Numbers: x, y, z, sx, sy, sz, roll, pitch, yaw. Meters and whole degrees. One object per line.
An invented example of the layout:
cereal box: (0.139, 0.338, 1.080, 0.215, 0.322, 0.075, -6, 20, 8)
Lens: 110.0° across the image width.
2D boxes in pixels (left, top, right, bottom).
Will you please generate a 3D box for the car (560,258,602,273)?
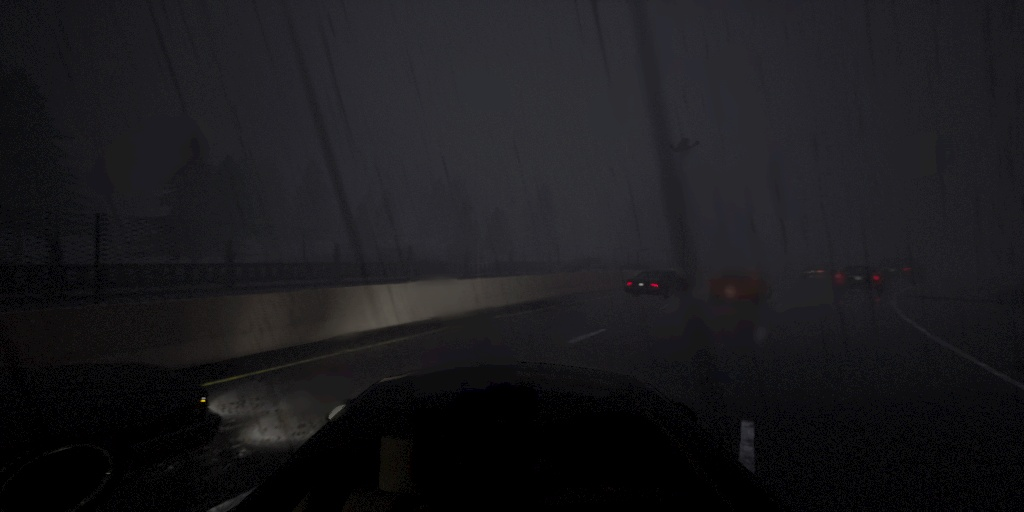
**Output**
car: (7.491, 1.176, 37.947, 5.566, 2.045, 2.150, 0, 0, -40)

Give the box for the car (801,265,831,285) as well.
car: (25.579, 1.522, 29.515, 4.902, 1.511, 2.128, 1, -1, -35)

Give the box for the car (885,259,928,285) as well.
car: (32.430, 1.300, 29.815, 5.566, 2.045, 2.150, 0, 0, -32)

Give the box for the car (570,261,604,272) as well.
car: (7.881, 1.465, 33.654, 4.674, 1.442, 1.812, 1, 0, -41)

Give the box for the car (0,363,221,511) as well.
car: (-4.854, 1.266, 1.608, 2.033, 1.411, 5.357, 0, 0, 30)

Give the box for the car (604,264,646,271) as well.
car: (10.426, 1.450, 31.231, 4.892, 1.490, 1.837, 1, -1, -41)

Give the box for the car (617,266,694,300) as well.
car: (7.813, 1.421, 18.766, 2.033, 1.411, 5.357, 0, 0, 43)

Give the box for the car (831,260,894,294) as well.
car: (21.933, 1.334, 22.379, 4.553, 1.767, 2.097, 0, 0, -40)

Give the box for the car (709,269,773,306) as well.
car: (10.791, 1.361, 16.755, 1.882, 1.535, 5.008, 0, 0, 43)
